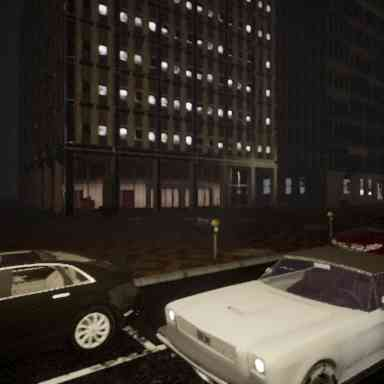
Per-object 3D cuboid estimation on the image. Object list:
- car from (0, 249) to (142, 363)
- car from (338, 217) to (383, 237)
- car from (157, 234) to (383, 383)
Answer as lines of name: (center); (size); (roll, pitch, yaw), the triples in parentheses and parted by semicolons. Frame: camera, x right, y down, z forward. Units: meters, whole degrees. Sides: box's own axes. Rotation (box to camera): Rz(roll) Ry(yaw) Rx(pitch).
car: (-2.849, 1.550, 4.519); (4.403, 1.369, 2.008); (0, 1, -36)
car: (6.338, 1.524, 11.074); (4.206, 1.307, 1.802); (0, 1, -36)
car: (1.919, 1.580, 4.712); (4.718, 1.301, 1.895); (0, 0, -35)
